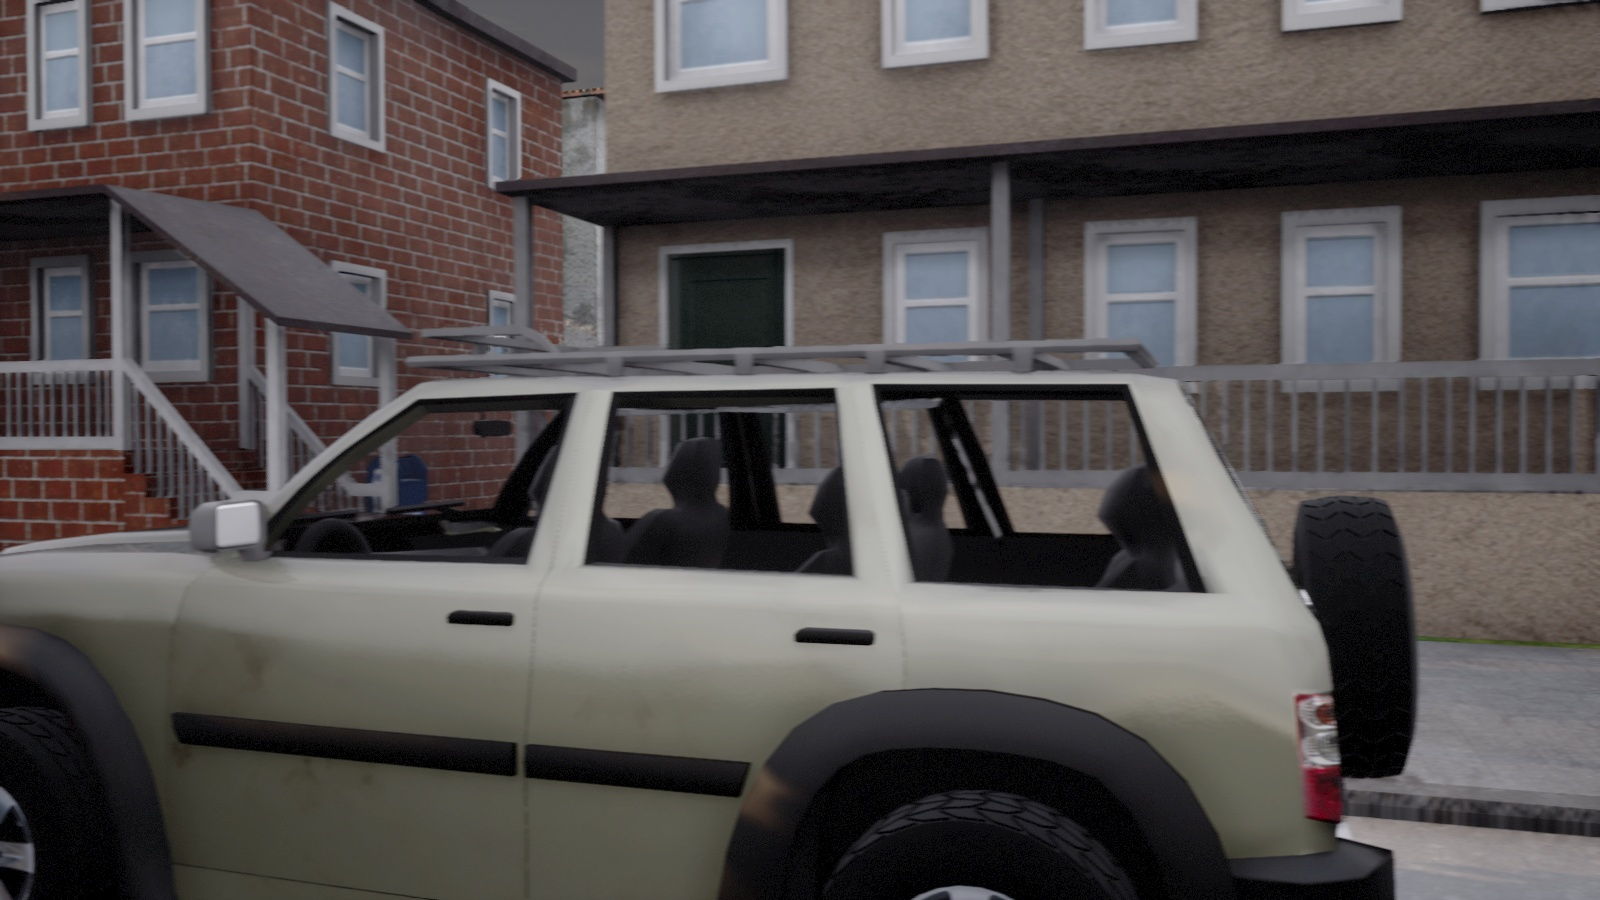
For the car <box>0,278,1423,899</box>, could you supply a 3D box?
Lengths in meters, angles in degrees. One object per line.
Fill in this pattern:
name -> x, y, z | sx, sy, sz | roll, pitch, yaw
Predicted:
car -> -0.736, 0.577, 3.969 | 4.605, 1.855, 1.932 | 1, 1, 18
